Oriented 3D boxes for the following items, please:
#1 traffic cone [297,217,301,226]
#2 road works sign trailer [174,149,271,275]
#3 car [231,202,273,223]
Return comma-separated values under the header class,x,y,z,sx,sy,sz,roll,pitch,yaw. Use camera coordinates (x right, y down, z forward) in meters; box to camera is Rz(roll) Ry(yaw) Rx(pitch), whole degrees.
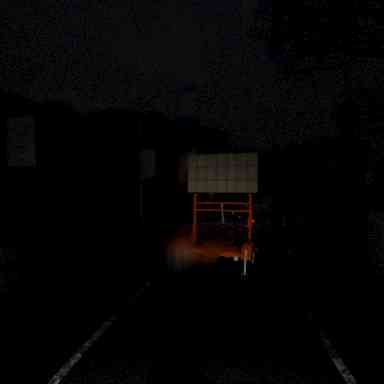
class,x,y,z,sx,sy,sz,roll,pitch,yaw
traffic cone,7.166,1.984,22.220,0.340,0.580,0.340,1,0,21
road works sign trailer,1.007,0.461,10.678,2.380,3.560,2.880,0,0,21
car,4.672,1.513,25.210,1.812,1.442,4.674,1,0,35
